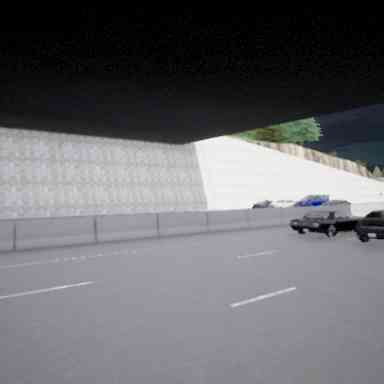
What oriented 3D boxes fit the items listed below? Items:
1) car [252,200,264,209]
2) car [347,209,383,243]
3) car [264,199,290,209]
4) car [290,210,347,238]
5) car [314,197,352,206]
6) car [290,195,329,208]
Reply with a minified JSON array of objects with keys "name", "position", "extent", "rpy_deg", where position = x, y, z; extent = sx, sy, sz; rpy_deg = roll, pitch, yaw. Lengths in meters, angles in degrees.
[{"name":"car","position":[10.462,1.750,46.776],"extent":[4.181,1.385,1.994],"rpy_deg":[0,0,-36]},{"name":"car","position":[9.337,1.530,15.137],"extent":[4.892,1.490,1.837],"rpy_deg":[0,0,-37]},{"name":"car","position":[12.064,1.685,43.609],"extent":[4.674,1.442,1.812],"rpy_deg":[0,-1,-36]},{"name":"car","position":[7.541,1.653,18.164],"extent":[4.718,1.301,1.895],"rpy_deg":[0,0,-37]},{"name":"car","position":[16.557,1.611,38.226],"extent":[4.892,1.490,1.837],"rpy_deg":[1,-1,-37]},{"name":"car","position":[15.158,1.355,41.547],"extent":[5.566,2.045,2.150],"rpy_deg":[0,-1,-37]}]
